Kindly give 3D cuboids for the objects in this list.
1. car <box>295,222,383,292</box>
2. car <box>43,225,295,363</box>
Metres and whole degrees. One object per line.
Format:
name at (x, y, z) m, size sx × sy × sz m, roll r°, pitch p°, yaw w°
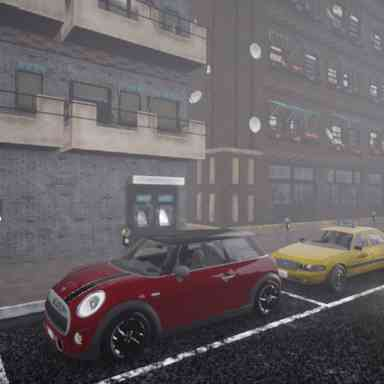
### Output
car at (4.013, 1.526, 8.957) m, size 4.829 × 1.417 × 1.752 m, roll 0°, pitch 1°, yaw -36°
car at (-0.363, 1.441, 5.829) m, size 4.097 × 1.590 × 1.967 m, roll 0°, pitch 1°, yaw -36°
